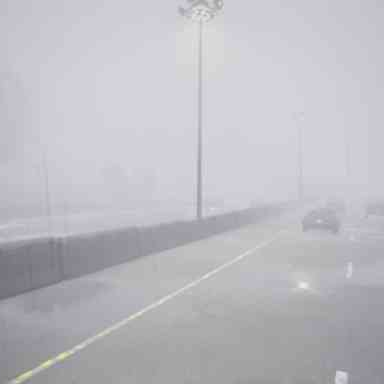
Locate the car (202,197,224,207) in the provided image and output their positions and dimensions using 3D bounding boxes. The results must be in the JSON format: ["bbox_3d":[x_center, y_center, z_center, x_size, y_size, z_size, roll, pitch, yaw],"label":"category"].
[{"bbox_3d":[3.357,1.446,50.813,1.882,1.535,5.008,0,1,26],"label":"car"}]

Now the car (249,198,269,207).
[{"bbox_3d":[9.622,1.482,47.689,1.994,1.385,4.181,0,1,26],"label":"car"}]

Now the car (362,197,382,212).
[{"bbox_3d":[20.872,1.411,38.618,1.812,1.442,4.674,0,0,26],"label":"car"}]

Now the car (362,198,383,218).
[{"bbox_3d":[16.513,1.448,29.744,1.882,1.535,5.008,0,0,26],"label":"car"}]

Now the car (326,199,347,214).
[{"bbox_3d":[14.999,1.449,34.601,2.128,1.511,4.902,0,0,26],"label":"car"}]

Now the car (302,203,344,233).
[{"bbox_3d":[7.990,1.605,20.346,1.994,1.385,4.181,0,0,26],"label":"car"}]

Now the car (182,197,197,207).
[{"bbox_3d":[0.175,1.482,52.274,1.812,1.442,4.674,0,0,26],"label":"car"}]
